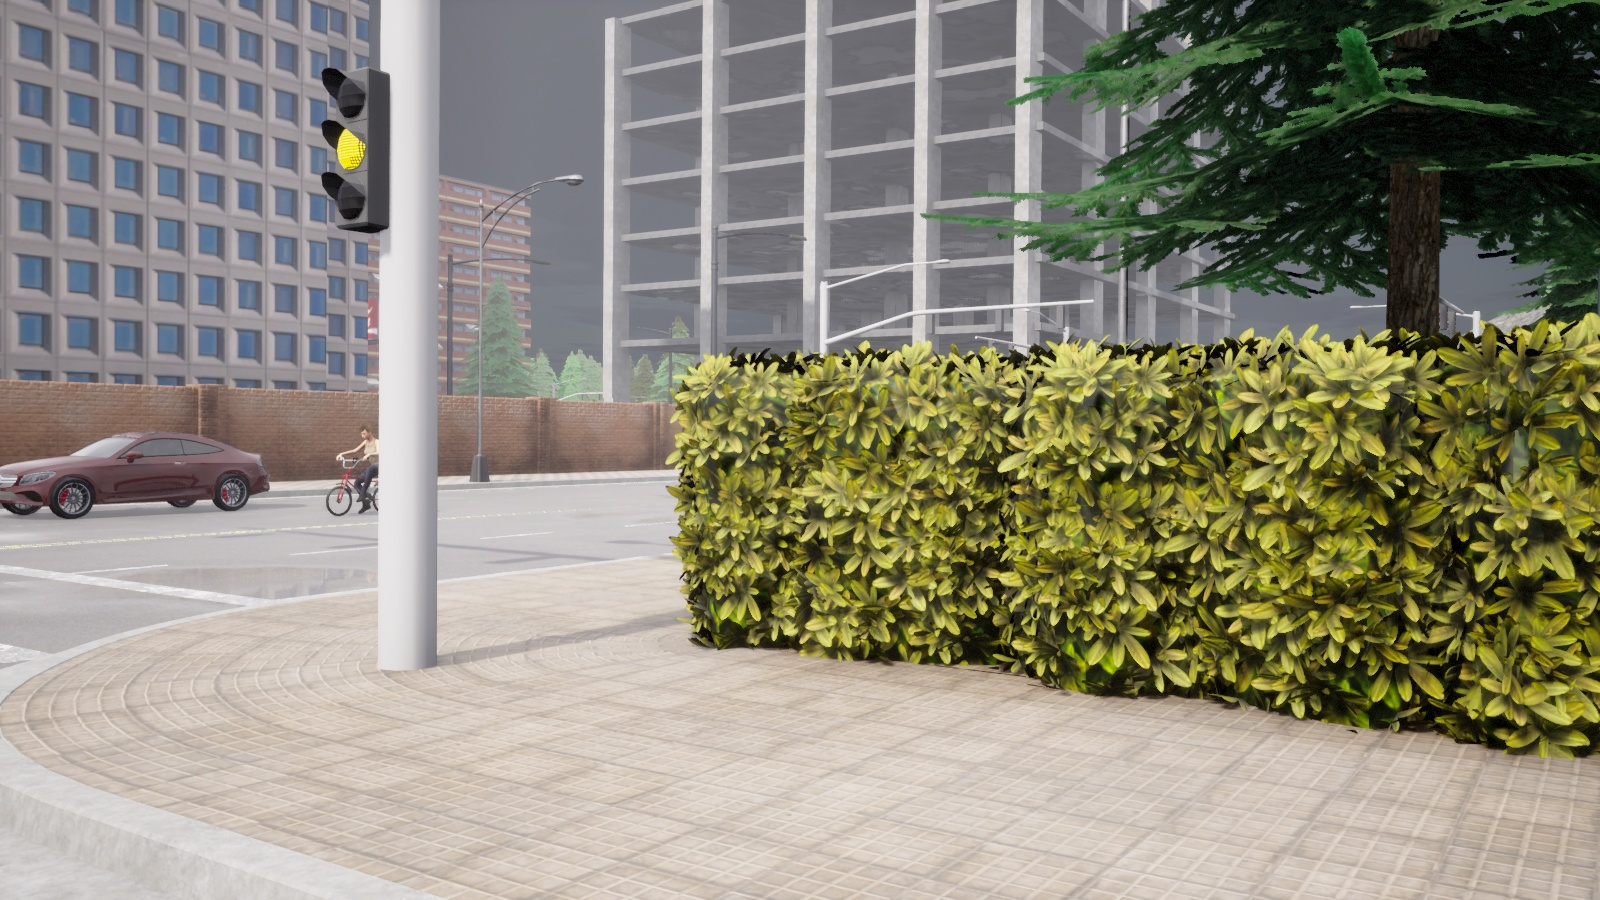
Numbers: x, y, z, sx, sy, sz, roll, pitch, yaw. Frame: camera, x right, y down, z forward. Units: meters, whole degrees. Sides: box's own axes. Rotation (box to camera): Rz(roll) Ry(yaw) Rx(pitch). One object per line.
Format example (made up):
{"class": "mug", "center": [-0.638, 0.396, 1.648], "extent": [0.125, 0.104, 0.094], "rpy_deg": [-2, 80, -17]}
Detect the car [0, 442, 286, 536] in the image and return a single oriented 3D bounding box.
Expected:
{"class": "car", "center": [-11.841, 0.613, 22.469], "extent": [1.812, 1.442, 4.674], "rpy_deg": [0, 1, 33]}

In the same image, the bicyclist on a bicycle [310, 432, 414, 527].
{"class": "bicyclist on a bicycle", "center": [-7.757, 0.489, 22.290], "extent": [0.866, 1.612, 1.509], "rpy_deg": [0, 1, 34]}
